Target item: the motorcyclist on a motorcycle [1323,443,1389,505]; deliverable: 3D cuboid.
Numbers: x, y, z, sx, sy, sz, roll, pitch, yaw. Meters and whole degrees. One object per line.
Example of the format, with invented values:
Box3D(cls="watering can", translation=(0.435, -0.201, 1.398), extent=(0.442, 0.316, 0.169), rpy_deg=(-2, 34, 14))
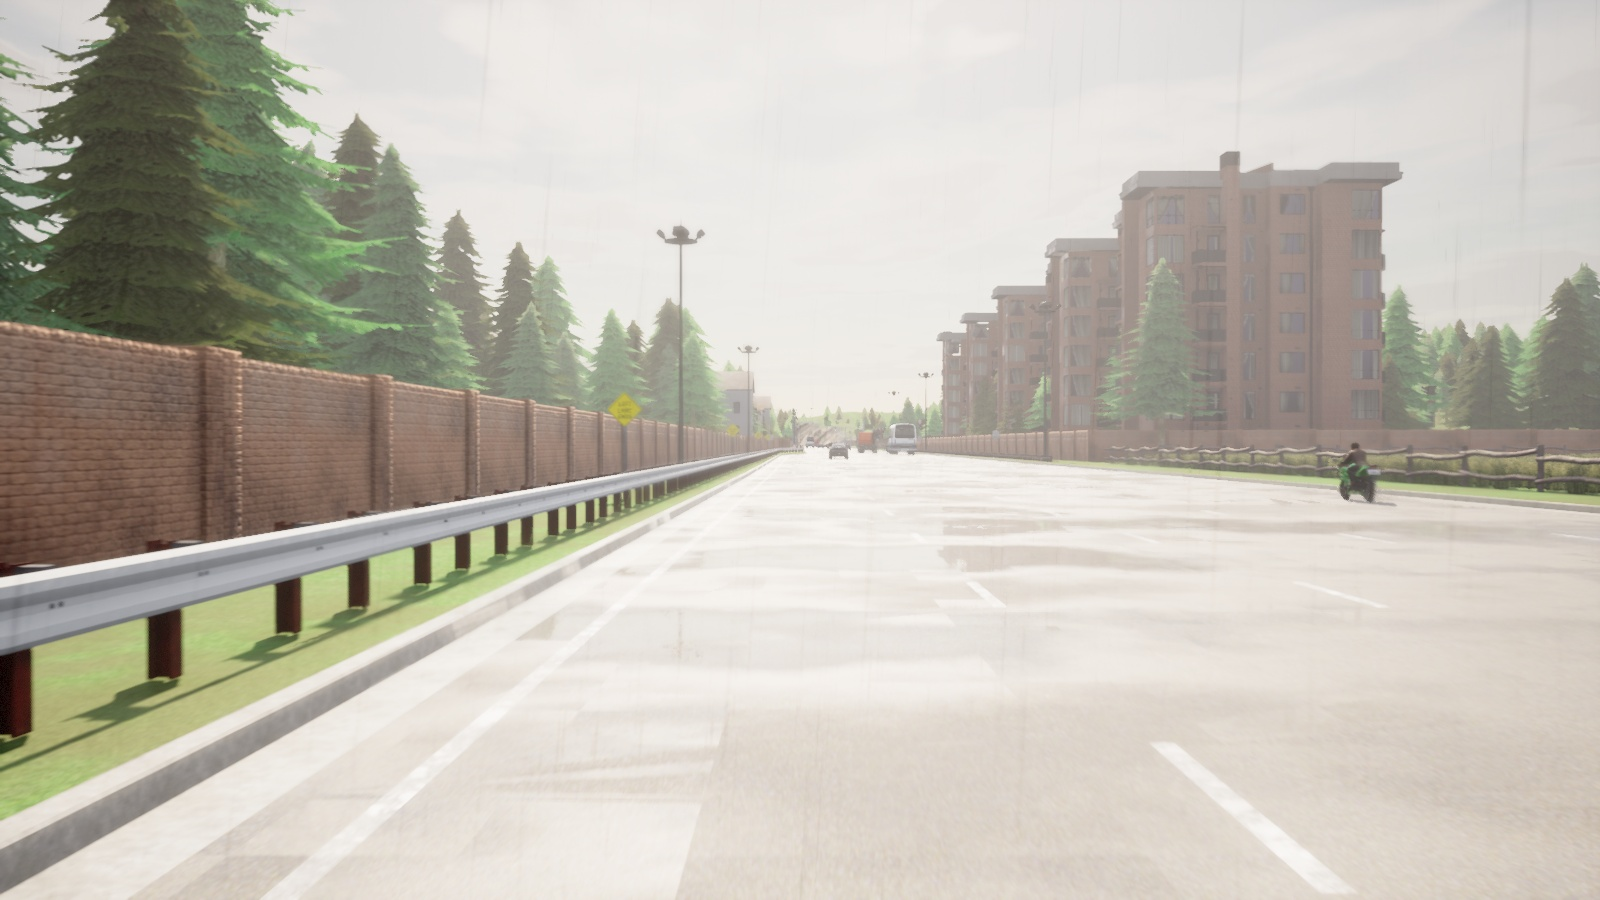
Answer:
Box3D(cls="motorcyclist on a motorcycle", translation=(14.199, 0.587, 32.149), extent=(0.797, 1.523, 2.044), rpy_deg=(0, 0, 0))
